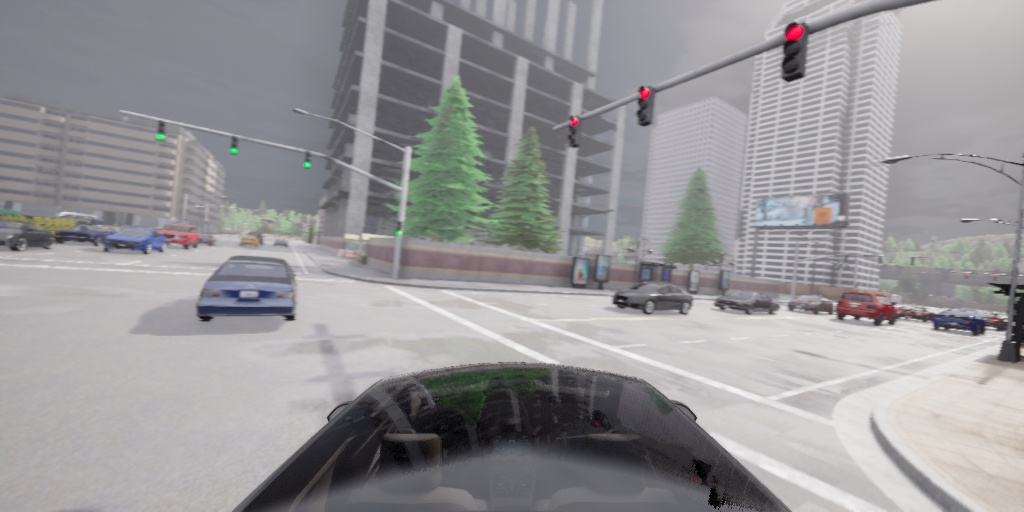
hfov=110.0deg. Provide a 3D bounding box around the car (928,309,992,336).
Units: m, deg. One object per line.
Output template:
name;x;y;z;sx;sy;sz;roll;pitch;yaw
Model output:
car;30.849;4.463;24.669;5.008;1.535;1.882;6;0;-32

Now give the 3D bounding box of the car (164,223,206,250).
car;-28.343;-1.725;30.493;2.150;2.045;5.566;6;0;-32

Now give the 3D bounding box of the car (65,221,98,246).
car;-28.757;-1.415;24.513;1.895;1.301;4.718;6;0;-32

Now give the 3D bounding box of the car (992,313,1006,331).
car;40.850;5.540;30.914;4.674;1.442;1.812;6;0;-31

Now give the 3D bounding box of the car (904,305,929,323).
car;36.097;5.147;32.073;4.718;1.301;1.895;6;0;-32

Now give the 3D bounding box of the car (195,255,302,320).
car;-6.645;0.703;9.366;2.033;1.411;5.357;6;0;-32

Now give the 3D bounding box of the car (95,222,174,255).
car;-23.260;-1.001;22.329;1.882;1.535;5.008;6;0;-32

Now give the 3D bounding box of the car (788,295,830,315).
car;24.291;3.879;29.044;4.674;1.442;1.812;6;0;-31

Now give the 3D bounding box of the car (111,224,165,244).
car;-33.743;-1.983;32.525;2.128;1.511;4.902;6;0;-32

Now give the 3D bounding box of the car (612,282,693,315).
car;7.287;2.109;18.436;4.892;1.490;1.837;6;0;-32

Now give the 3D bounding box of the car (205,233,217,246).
car;-33.663;-1.869;39.024;1.994;1.385;4.181;6;0;-32

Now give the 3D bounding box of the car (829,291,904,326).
car;24.699;3.594;24.933;5.566;2.045;2.150;6;0;-32

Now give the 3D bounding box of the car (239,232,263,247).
car;-35.589;-2.101;48.668;1.882;1.535;5.008;6;0;-32

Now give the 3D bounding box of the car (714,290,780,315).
car;15.590;3.006;23.620;5.357;1.411;2.033;6;0;-32

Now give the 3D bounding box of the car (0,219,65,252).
car;-24.101;-1.025;17.102;1.994;1.385;4.181;6;0;-32
